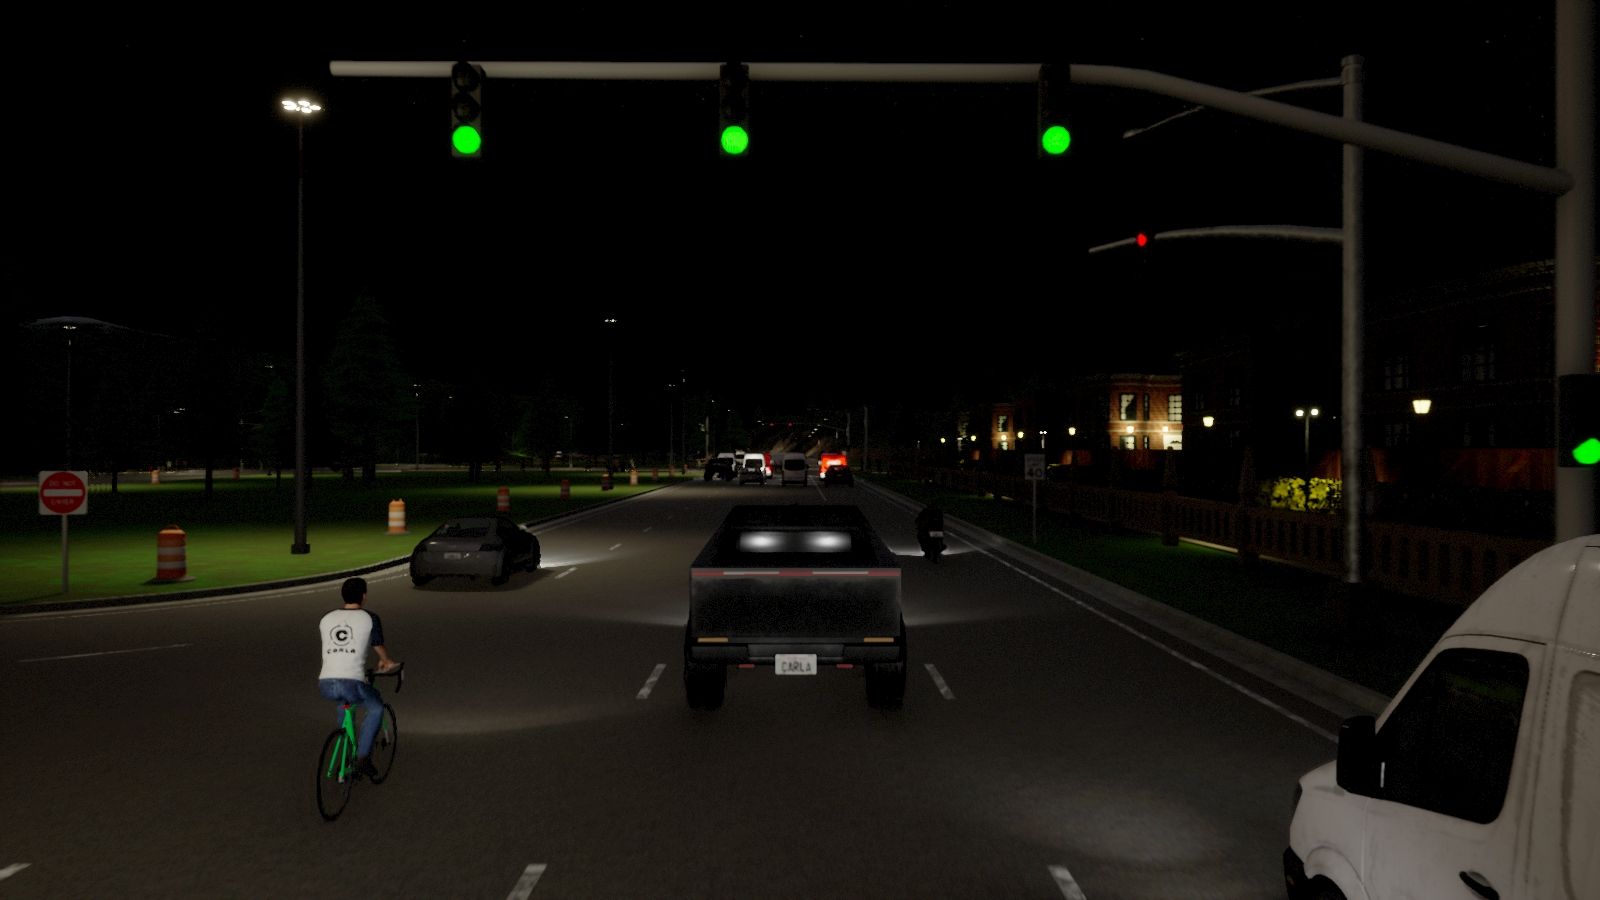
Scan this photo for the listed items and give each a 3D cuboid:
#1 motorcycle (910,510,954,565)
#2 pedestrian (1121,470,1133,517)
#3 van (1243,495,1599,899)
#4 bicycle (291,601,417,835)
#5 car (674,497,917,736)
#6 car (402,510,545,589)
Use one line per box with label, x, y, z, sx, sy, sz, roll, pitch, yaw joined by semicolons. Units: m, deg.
motorcycle;3.373;2.225;29.369;0.867;1.251;2.209;0;0;0
pedestrian;13.103;1.732;45.762;0.375;1.860;0.375;0;0;-2
van;3.482;1.538;3.453;1.988;2.561;5.915;0;0;0
bicycle;-3.530;2.063;9.162;0.373;1.496;1.643;0;0;0
car;-0.056;1.764;14.366;2.390;2.098;6.274;0;0;0
car;-7.108;2.136;25.358;1.994;1.385;4.181;0;0;0
